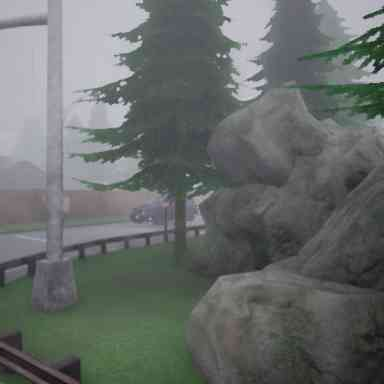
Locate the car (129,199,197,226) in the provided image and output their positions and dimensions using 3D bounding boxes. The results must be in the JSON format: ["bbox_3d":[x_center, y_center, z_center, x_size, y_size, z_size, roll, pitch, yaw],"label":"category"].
[{"bbox_3d":[-1.880,1.194,23.544,2.150,2.045,5.566,0,1,36],"label":"car"}]
